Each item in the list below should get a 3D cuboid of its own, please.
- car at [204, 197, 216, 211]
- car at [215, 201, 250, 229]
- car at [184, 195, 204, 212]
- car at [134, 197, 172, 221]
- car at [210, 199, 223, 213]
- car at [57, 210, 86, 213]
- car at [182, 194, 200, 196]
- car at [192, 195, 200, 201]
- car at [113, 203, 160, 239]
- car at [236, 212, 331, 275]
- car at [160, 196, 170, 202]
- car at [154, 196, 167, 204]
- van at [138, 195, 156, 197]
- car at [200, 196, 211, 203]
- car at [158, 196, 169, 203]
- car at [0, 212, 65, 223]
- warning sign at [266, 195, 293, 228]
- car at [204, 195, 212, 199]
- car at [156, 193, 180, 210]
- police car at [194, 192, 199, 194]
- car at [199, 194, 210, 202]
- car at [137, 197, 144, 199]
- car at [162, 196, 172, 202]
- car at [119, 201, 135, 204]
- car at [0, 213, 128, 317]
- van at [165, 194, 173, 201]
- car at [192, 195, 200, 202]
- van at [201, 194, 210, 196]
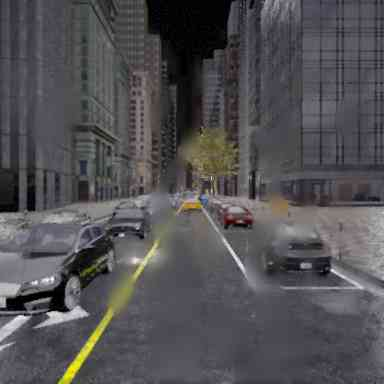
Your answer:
[{"bbox_3d":[2.732,1.525,36.415,2.008,1.369,4.403,0,0,0],"label":"car"},{"bbox_3d":[2.744,1.528,21.098,1.887,1.381,4.507,0,0,0],"label":"car"},{"bbox_3d":[0.069,1.451,38.255,1.882,1.535,5.008,0,0,0],"label":"car"},{"bbox_3d":[-3.114,1.470,27.528,2.128,1.511,4.902,0,0,0],"label":"car"},{"bbox_3d":[2.740,1.531,26.542,2.008,1.369,4.403,0,0,0],"label":"car"},{"bbox_3d":[-5.776,1.539,15.198,2.008,1.369,4.403,0,0,0],"label":"car"},{"bbox_3d":[-0.034,1.462,49.022,2.128,1.511,4.902,0,0,0],"label":"car"},{"bbox_3d":[0.835,1.472,80.286,1.837,1.490,4.892,0,0,0],"label":"car"},{"bbox_3d":[-3.113,1.534,17.513,2.033,1.411,5.357,0,0,0],"label":"car"},{"bbox_3d":[2.753,1.542,10.209,2.008,1.369,4.403,0,0,0],"label":"car"},{"bbox_3d":[-5.823,1.511,73.076,1.887,1.381,4.507,0,0,0],"label":"car"},{"bbox_3d":[-5.815,1.517,62.249,2.008,1.369,4.403,0,0,0],"label":"car"},{"bbox_3d":[-5.797,1.314,40.596,1.690,1.788,3.998,0,0,0],"label":"van"},{"bbox_3d":[2.706,1.516,68.148,2.008,1.369,4.403,0,0,0],"label":"car"},{"bbox_3d":[-5.819,1.548,67.662,1.802,1.307,4.206,0,0,0],"label":"car"},{"bbox_3d":[-5.772,1.543,10.206,2.008,1.369,4.403,0,0,0],"label":"car"},{"bbox_3d":[5.054,1.100,19.286,1.300,1.860,1.060,0,0,0],"label":"warning sign"},{"bbox_3d":[2.727,1.497,41.873,1.752,1.417,4.829,0,0,0],"label":"car"},{"bbox_3d":[-3.035,1.390,43.272,2.097,1.767,4.553,0,0,0],"label":"car"},{"bbox_3d":[0.848,1.391,64.395,1.930,1.638,5.238,0,0,0],"label":"police car"},{"bbox_3d":[2.701,1.281,73.438,2.192,1.841,5.009,0,0,0],"label":"car"},{"bbox_3d":[-5.792,1.501,35.013,1.752,1.417,4.829,0,0,0],"label":"car"},{"bbox_3d":[-5.828,1.533,78.489,1.947,1.339,4.313,0,0,0],"label":"car"},{"bbox_3d":[-5.788,1.544,29.769,1.947,1.339,4.313,0,0,0],"label":"car"},{"bbox_3d":[-3.113,1.485,7.727,2.128,1.511,4.902,0,0,0],"label":"car"},{"bbox_3d":[-5.833,1.309,83.902,1.690,1.788,3.998,0,0,0],"label":"van"},{"bbox_3d":[0.840,1.421,74.476,1.801,1.575,5.366,0,0,0],"label":"car"},{"bbox_3d":[2.714,1.308,57.571,1.690,1.788,3.998,0,0,0],"label":"van"}]
